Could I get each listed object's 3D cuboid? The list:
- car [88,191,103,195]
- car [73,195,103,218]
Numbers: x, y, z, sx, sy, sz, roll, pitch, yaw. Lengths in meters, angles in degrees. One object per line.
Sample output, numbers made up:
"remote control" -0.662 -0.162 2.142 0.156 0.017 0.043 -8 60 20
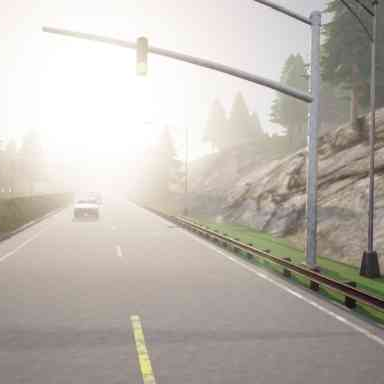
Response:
"car" -14.575 0.591 50.208 2.097 1.767 4.553 1 0 -15
"car" -8.225 1.192 26.244 2.033 1.411 5.357 1 0 -15
